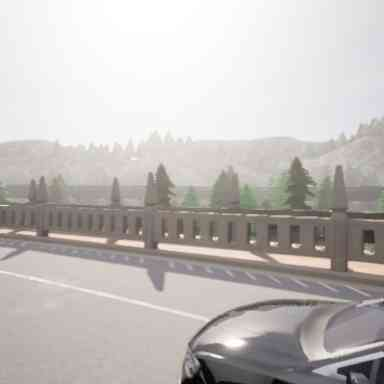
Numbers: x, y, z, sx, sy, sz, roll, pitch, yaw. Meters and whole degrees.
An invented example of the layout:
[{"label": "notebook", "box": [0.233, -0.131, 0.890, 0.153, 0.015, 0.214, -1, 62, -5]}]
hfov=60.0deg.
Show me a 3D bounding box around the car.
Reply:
[{"label": "car", "box": [2.120, 1.480, 2.290, 4.902, 1.511, 2.128, 0, 0, 35]}]
